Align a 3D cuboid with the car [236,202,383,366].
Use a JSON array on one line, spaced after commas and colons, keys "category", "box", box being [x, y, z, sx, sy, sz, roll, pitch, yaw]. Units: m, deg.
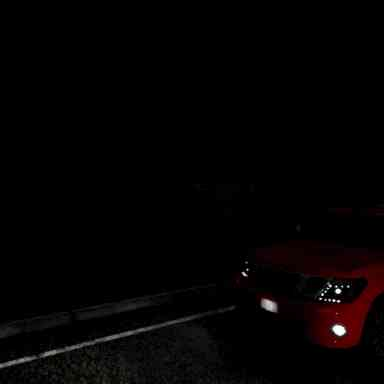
[{"category": "car", "box": [3.406, 1.232, 6.127, 5.566, 2.045, 2.150, 0, 0, -33]}]
